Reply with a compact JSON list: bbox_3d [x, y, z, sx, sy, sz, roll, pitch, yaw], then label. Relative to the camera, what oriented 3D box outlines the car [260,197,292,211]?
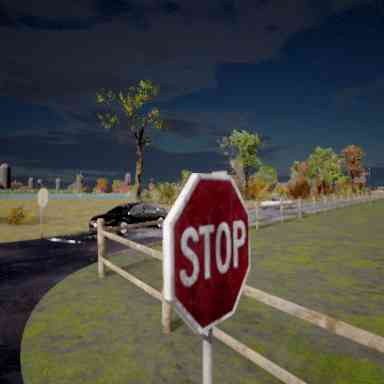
[{"bbox_3d":[8.910,1.240,35.294,1.895,1.301,4.718,-1,0,35],"label":"car"}]

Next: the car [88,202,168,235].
[{"bbox_3d":[-3.272,1.353,17.856,1.837,1.490,4.892,-1,0,34],"label":"car"}]
